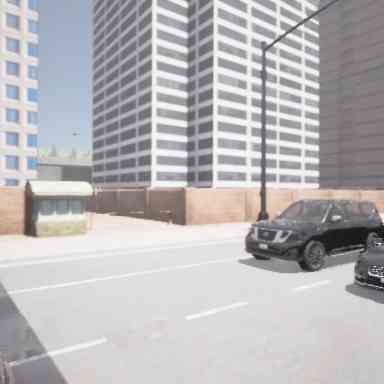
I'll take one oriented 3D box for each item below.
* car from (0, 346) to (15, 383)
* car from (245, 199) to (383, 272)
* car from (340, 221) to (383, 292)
[{"bbox_3d":[-3.449,1.517,1.522,4.674,1.442,1.812,1,0,-35],"label":"car"},{"bbox_3d":[4.349,1.270,11.305,5.566,2.045,2.150,1,0,-35],"label":"car"},{"bbox_3d":[5.903,1.547,8.122,4.892,1.490,1.837,0,0,-35],"label":"car"}]
